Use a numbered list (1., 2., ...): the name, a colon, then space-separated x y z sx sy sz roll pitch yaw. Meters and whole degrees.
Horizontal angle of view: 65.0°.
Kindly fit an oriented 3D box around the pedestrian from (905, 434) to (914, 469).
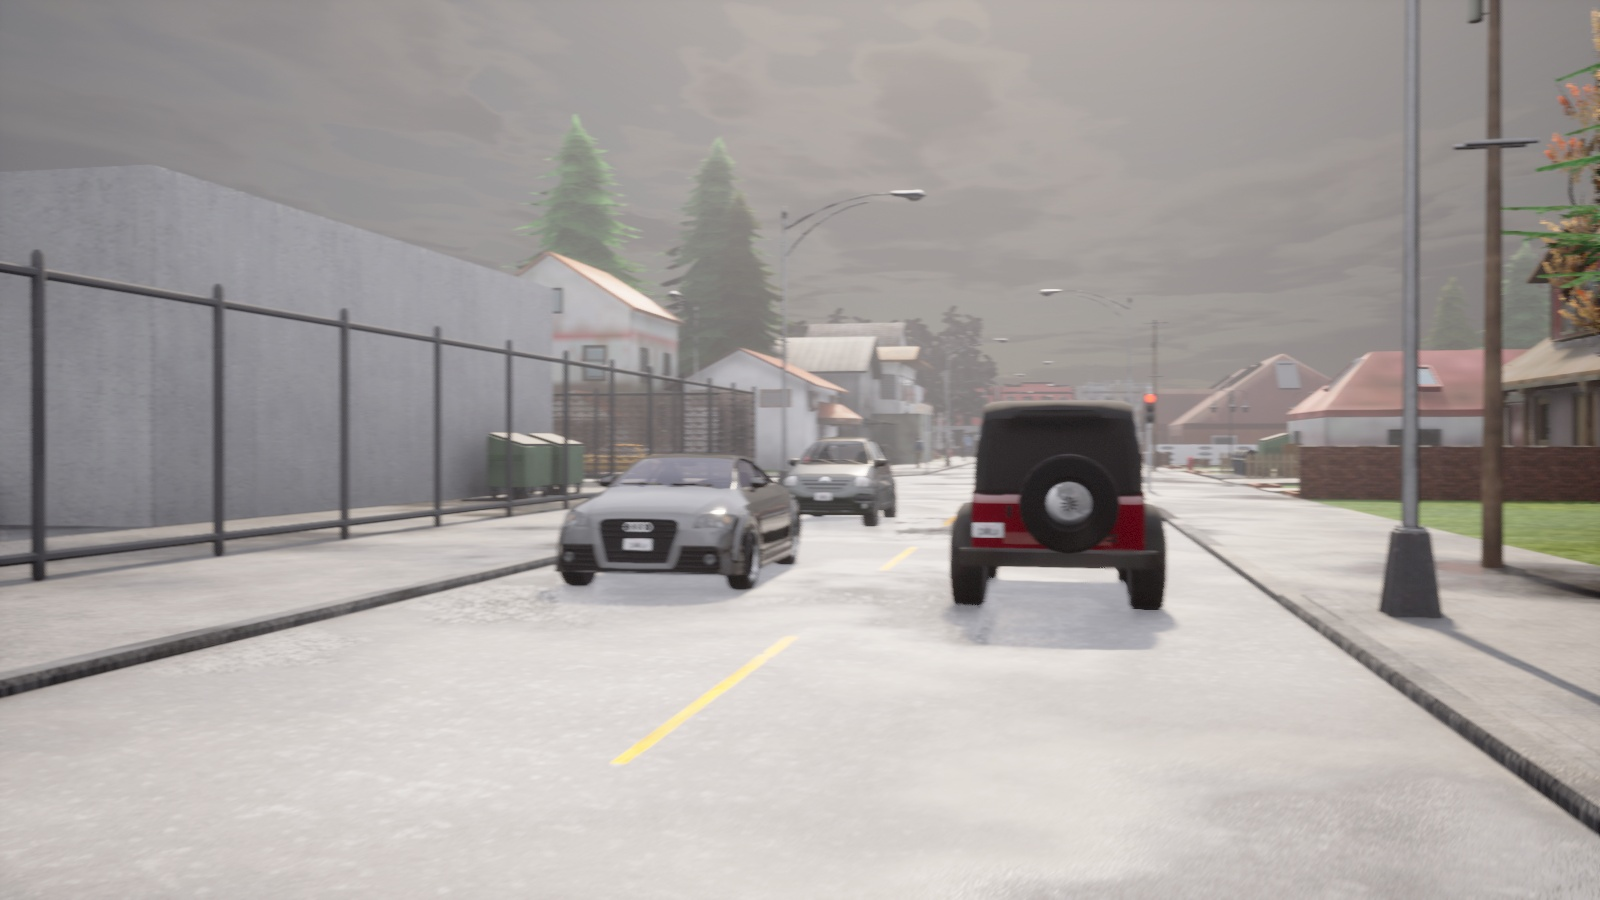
1. pedestrian: 6.125 0.083 70.186 0.423 1.949 0.788 0 0 -2

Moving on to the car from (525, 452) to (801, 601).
1. car: -1.335 0.728 14.127 1.994 1.385 4.181 0 0 10

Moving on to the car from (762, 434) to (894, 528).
1. car: 0.624 0.514 23.730 1.851 1.617 3.988 0 0 11

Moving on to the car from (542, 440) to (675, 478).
1. car: -8.181 0.362 53.824 5.366 1.575 1.801 0 0 10

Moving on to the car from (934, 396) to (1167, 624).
1. car: 2.457 0.481 12.391 1.905 1.878 3.866 0 0 11
